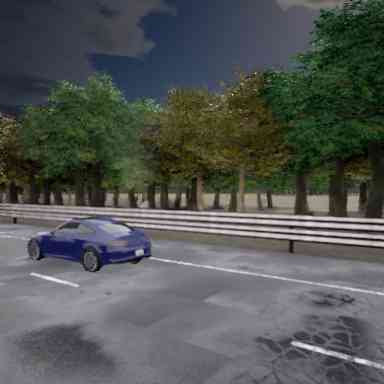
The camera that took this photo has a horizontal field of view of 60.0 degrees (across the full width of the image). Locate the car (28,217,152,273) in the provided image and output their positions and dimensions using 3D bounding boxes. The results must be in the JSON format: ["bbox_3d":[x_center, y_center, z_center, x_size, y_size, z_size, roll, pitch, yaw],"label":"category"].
[{"bbox_3d":[-3.346,1.533,10.664,4.674,1.442,1.812,0,0,35],"label":"car"}]
